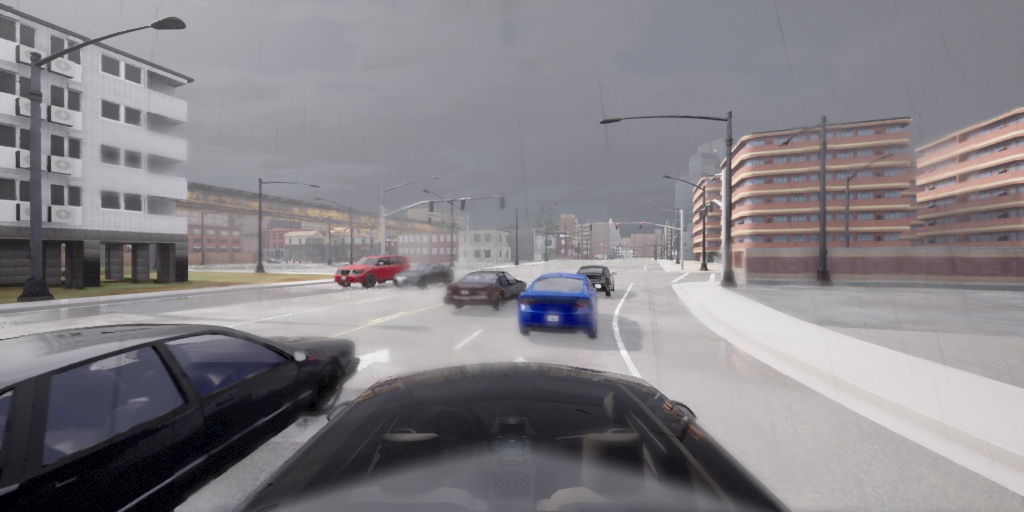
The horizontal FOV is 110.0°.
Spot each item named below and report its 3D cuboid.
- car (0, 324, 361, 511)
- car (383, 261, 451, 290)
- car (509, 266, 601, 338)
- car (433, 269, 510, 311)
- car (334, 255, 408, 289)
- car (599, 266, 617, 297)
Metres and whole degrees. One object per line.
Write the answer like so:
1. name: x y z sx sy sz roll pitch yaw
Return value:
1. car: -3.262 1.297 2.900 2.033 1.411 5.357 0 0 2
2. car: -5.550 1.242 23.006 2.128 1.511 4.902 0 0 21
3. car: 1.501 1.228 10.319 1.882 1.535 5.008 0 0 14
4. car: -0.851 1.298 14.698 2.033 1.411 5.357 0 0 18
5. car: -8.984 0.973 23.815 2.150 2.045 5.566 0 0 21
6. car: 4.447 1.255 19.236 1.837 1.490 4.892 0 0 19
